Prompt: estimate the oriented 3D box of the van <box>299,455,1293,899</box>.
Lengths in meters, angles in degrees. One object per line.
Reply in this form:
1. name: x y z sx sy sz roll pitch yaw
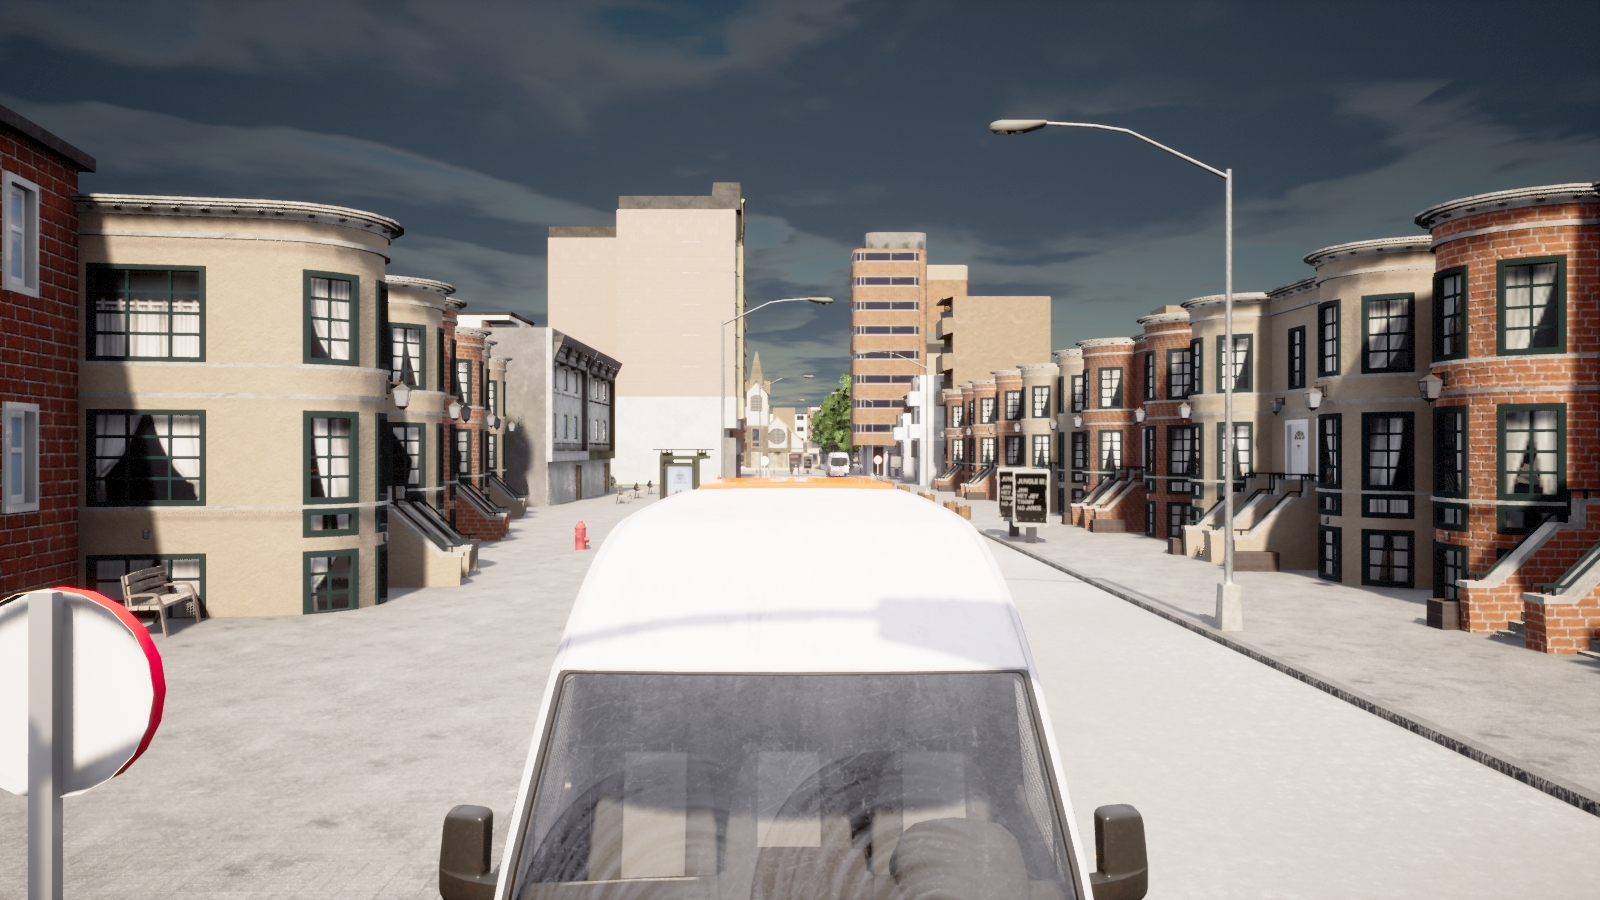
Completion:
1. van: -0.019 1.314 5.243 1.988 2.561 5.915 0 0 0
